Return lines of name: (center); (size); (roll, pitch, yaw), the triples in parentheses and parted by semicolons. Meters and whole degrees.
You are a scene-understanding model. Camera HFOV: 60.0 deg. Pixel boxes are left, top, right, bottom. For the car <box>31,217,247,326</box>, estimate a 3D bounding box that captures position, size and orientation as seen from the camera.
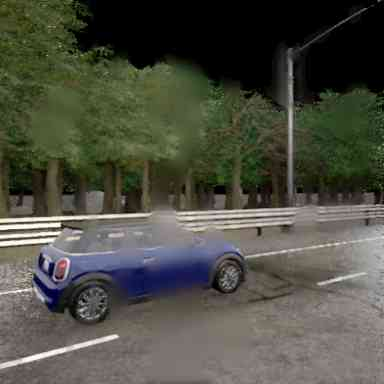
car: (-0.923, 1.354, 7.309); (4.553, 1.767, 2.097); (0, 0, -35)
